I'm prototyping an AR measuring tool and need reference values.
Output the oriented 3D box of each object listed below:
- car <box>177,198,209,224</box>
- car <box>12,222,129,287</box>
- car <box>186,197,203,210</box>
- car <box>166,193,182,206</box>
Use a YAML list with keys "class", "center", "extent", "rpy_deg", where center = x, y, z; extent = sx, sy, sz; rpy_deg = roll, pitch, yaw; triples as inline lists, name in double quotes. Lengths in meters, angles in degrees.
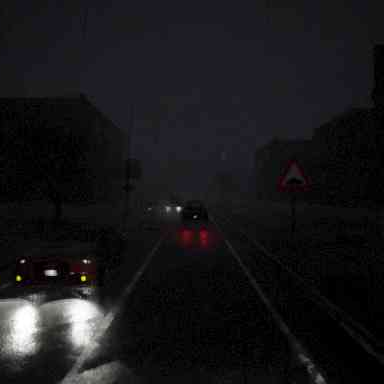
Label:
- class: "car"
  center: [0.221, 1.485, 24.965]
  extent: [2.128, 1.511, 4.902]
  rpy_deg: [0, 0, 0]
- class: "car"
  center: [-3.052, 1.562, 9.200]
  extent: [1.994, 1.385, 4.181]
  rpy_deg: [0, 0, 0]
- class: "car"
  center: [0.315, 1.451, 42.774]
  extent: [2.128, 1.511, 4.902]
  rpy_deg: [0, 0, 0]
- class: "car"
  center: [-2.803, 1.148, 51.866]
  extent: [2.150, 2.045, 5.566]
  rpy_deg: [0, 0, 1]
